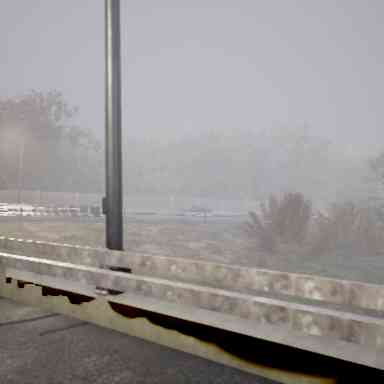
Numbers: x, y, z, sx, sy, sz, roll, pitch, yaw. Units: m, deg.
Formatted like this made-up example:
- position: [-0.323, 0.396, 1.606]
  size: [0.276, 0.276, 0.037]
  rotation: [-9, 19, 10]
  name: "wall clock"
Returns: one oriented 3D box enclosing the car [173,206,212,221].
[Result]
- position: [0.180, 2.887, 45.522]
  size: [5.566, 2.045, 2.150]
  rotation: [4, -2, -26]
  name: "car"
